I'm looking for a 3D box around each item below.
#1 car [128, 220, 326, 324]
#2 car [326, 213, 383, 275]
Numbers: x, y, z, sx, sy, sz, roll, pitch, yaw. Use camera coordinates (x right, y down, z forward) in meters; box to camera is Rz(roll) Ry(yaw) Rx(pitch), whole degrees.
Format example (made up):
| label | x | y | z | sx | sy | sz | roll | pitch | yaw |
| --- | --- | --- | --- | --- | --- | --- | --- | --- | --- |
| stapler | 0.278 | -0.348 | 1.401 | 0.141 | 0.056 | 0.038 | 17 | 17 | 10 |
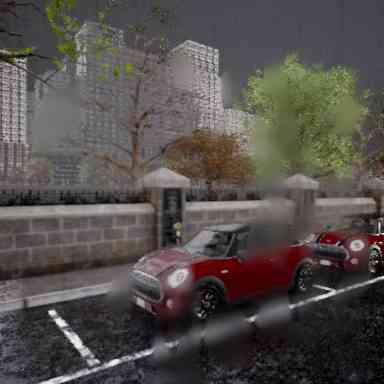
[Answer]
| label | x | y | z | sx | sy | sz | roll | pitch | yaw |
| --- | --- | --- | --- | --- | --- | --- | --- | --- | --- |
| car | 0.719 | 1.428 | 7.068 | 4.097 | 1.590 | 1.967 | 0 | 0 | -35 |
| car | 5.303 | 1.414 | 10.335 | 4.097 | 1.590 | 1.967 | 0 | 0 | -35 |
